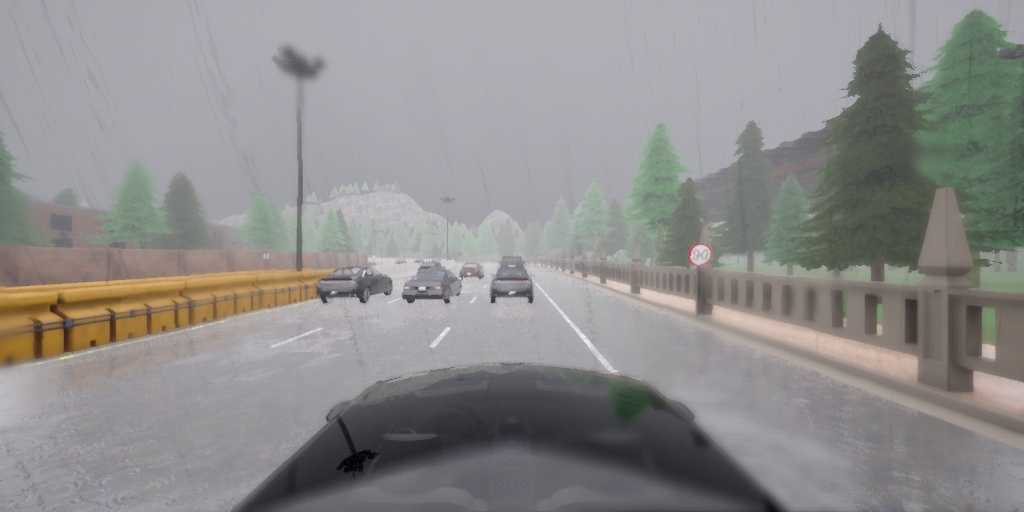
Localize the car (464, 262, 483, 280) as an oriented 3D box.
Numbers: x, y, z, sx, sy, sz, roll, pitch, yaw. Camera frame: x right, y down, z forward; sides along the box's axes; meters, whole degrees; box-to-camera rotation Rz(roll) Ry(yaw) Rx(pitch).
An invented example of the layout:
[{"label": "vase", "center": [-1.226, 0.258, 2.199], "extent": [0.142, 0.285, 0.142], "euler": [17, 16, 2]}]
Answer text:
[{"label": "car", "center": [-3.500, 1.280, 31.500], "extent": [1.812, 1.442, 4.674], "euler": [0, 0, 0]}]

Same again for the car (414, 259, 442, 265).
[{"label": "car", "center": [-7.000, 1.264, 31.500], "extent": [1.837, 1.490, 4.892], "euler": [0, 0, 0]}]

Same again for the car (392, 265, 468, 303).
[{"label": "car", "center": [-3.500, 1.310, 16.500], "extent": [2.033, 1.411, 5.357], "euler": [0, 0, 0]}]

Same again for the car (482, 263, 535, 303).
[{"label": "car", "center": [0.000, 1.242, 16.500], "extent": [2.128, 1.511, 4.902], "euler": [0, 0, 0]}]

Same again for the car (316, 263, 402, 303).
[{"label": "car", "center": [-7.000, 1.242, 16.500], "extent": [2.128, 1.511, 4.902], "euler": [0, 0, 0]}]

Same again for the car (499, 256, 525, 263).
[{"label": "car", "center": [0.000, 1.005, 31.530], "extent": [2.150, 2.045, 5.566], "euler": [0, 0, 0]}]
